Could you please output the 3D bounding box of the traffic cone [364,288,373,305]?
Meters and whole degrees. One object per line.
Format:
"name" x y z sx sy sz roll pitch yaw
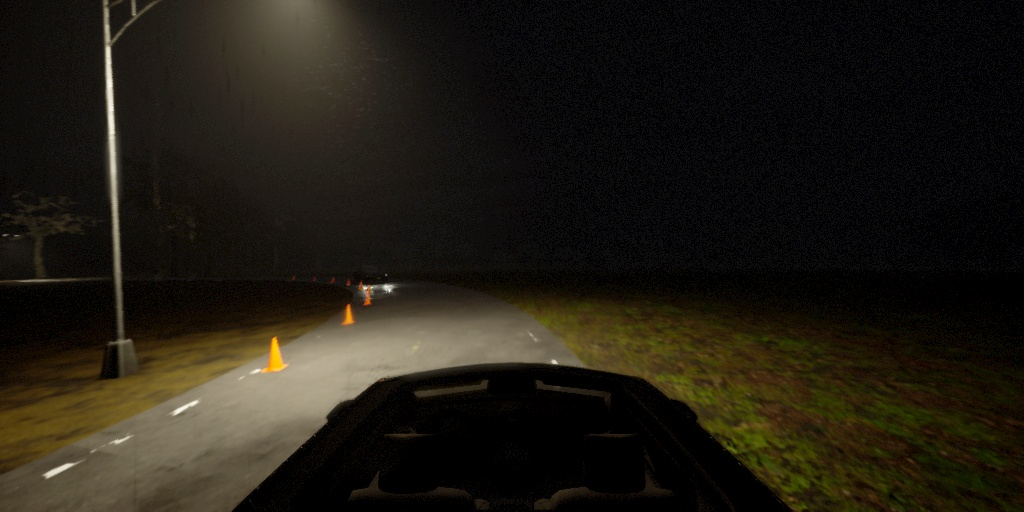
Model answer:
"traffic cone" -6.439 1.871 16.058 0.340 0.580 0.340 0 0 -18

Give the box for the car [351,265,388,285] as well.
"car" -12.076 1.521 30.288 1.882 1.535 5.008 -2 0 -39

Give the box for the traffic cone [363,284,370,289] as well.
"traffic cone" -8.156 1.909 20.460 0.340 0.580 0.340 0 0 -24

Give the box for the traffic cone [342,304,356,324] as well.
"traffic cone" -5.215 1.850 11.493 0.340 0.580 0.340 0 0 -12

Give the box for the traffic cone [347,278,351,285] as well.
"traffic cone" -12.984 2.033 28.567 0.340 0.580 0.340 0 0 -37

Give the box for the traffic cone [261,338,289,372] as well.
"traffic cone" -4.500 1.850 6.822 0.340 0.580 0.340 0 0 -6

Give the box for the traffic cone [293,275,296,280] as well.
"traffic cone" -23.232 2.301 38.275 0.340 0.580 0.340 0 0 34

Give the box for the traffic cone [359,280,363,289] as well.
"traffic cone" -10.347 1.964 24.646 0.340 0.580 0.340 0 0 -31

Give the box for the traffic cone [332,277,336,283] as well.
"traffic cone" -16.036 2.113 32.173 0.340 0.580 0.340 0 0 -43

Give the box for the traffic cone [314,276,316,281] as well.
"traffic cone" -19.466 2.203 35.423 0.340 0.580 0.340 0 0 40
